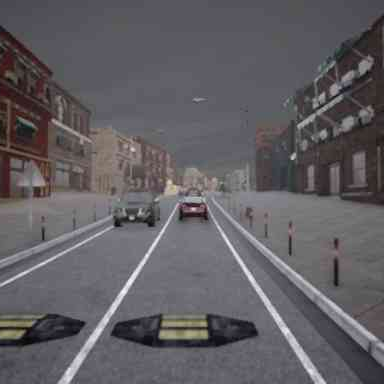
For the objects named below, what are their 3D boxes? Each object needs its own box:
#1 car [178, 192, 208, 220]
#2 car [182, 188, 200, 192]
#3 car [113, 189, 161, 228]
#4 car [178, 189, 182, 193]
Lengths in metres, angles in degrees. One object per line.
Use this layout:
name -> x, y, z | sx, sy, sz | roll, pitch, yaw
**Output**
car -> 0.094, 1.047, 23.677 | 2.163, 1.488, 4.792 | 0, 2, 0
car -> 0.229, 0.291, 41.433 | 2.033, 1.649, 4.856 | 0, 2, 1
car -> -3.103, 0.900, 19.855 | 2.150, 2.045, 5.566 | 0, 2, 0
car -> -1.397, 0.076, 61.799 | 1.812, 1.442, 4.674 | 0, 0, 7
